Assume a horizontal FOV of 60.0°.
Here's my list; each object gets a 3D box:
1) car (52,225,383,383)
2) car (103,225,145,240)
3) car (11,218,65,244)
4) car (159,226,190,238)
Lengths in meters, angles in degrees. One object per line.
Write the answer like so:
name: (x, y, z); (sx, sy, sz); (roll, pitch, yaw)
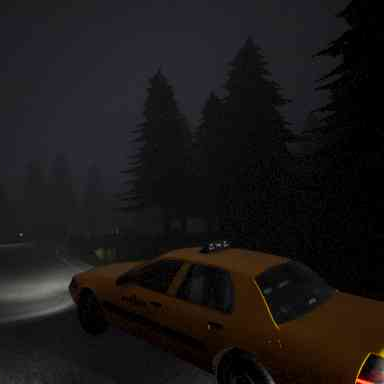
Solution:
car: (0.125, 1.441, 4.751); (5.366, 1.575, 1.801); (0, 1, 43)
car: (-7.433, 4.510, 36.974); (2.033, 1.411, 5.357); (-4, -8, 20)
car: (-12.734, 3.228, 28.170); (2.150, 2.045, 5.566); (-4, -7, 7)
car: (-2.309, 5.544, 46.279); (1.882, 1.535, 5.008); (-5, -8, 30)
